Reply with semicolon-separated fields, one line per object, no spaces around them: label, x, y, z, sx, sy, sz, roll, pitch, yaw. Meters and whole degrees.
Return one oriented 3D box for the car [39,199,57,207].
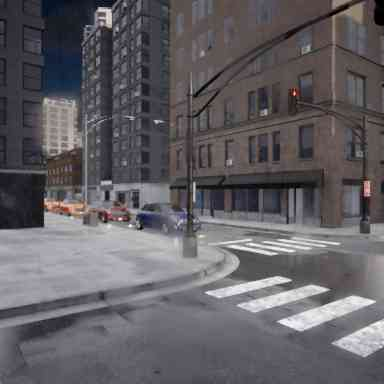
car;-24.768;1.864;57.201;1.895;1.301;4.718;0;0;-35

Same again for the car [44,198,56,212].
car;-17.866;1.543;42.521;2.097;1.767;4.553;0;0;-35

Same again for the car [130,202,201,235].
car;-1.470;1.420;19.482;2.097;1.767;4.553;0;0;-38

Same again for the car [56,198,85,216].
car;-12.260;1.502;34.640;2.097;1.767;4.553;0;0;-35

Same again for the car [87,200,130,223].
car;-6.665;1.460;26.768;2.097;1.767;4.553;0;0;-35
